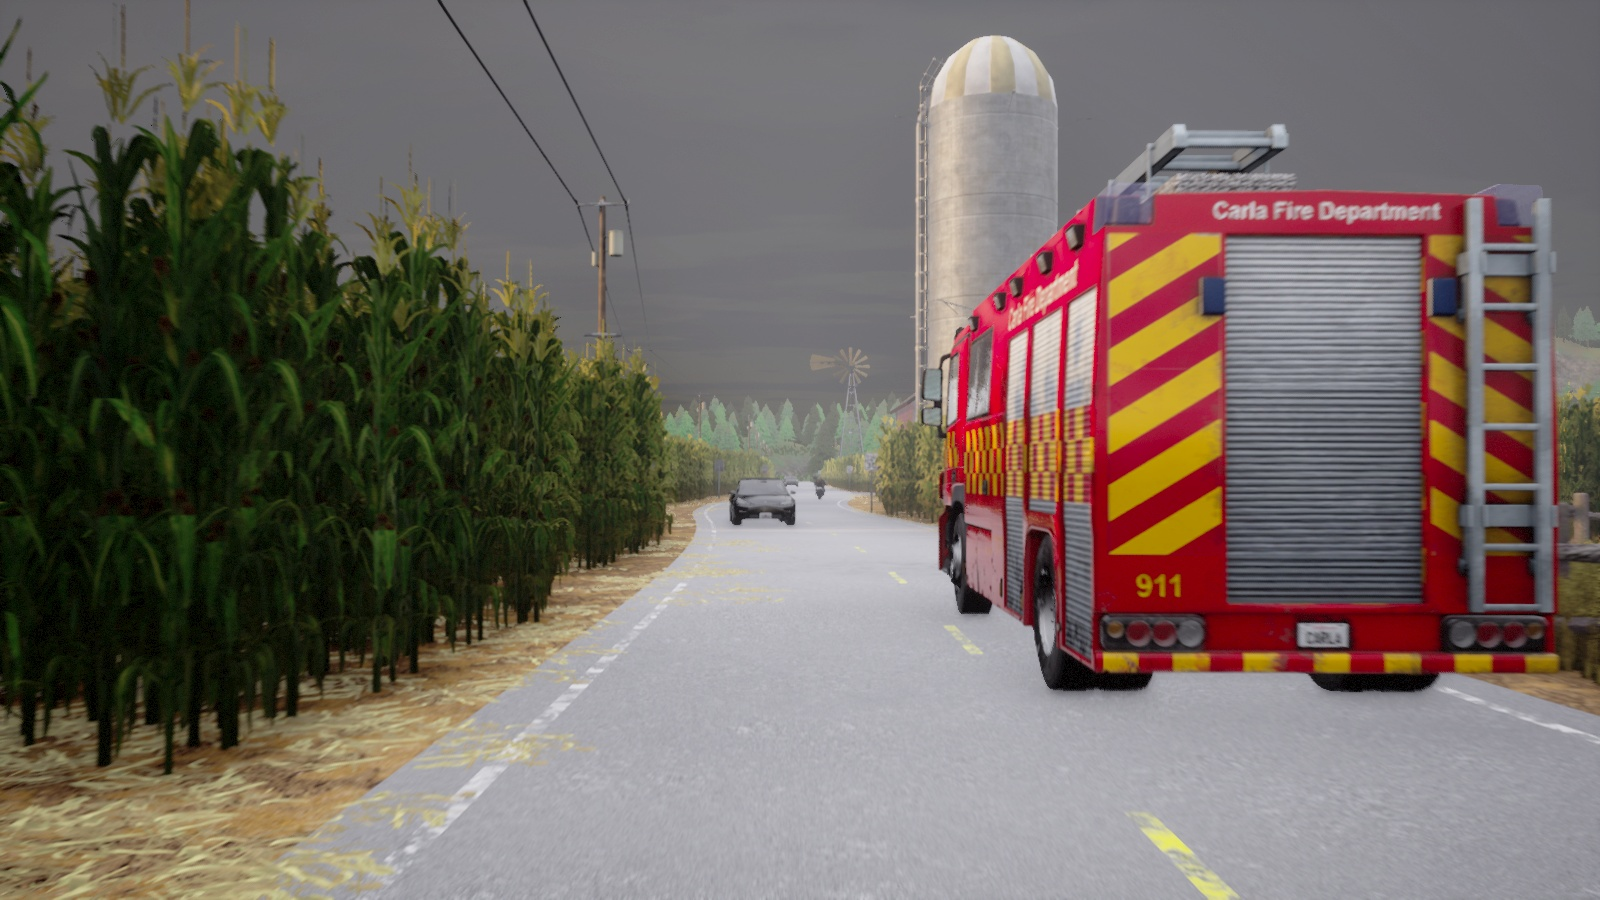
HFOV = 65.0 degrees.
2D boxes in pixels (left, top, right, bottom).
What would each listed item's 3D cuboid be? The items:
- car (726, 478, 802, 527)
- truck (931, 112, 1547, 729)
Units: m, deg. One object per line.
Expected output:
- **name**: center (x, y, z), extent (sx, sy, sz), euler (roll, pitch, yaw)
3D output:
- **car**: center (-1.241, 1.653, 40.758), extent (2.163, 1.488, 4.792), euler (0, -1, -5)
- **truck**: center (3.165, -0.112, 12.050), extent (2.891, 3.827, 8.468), euler (0, -1, 0)
